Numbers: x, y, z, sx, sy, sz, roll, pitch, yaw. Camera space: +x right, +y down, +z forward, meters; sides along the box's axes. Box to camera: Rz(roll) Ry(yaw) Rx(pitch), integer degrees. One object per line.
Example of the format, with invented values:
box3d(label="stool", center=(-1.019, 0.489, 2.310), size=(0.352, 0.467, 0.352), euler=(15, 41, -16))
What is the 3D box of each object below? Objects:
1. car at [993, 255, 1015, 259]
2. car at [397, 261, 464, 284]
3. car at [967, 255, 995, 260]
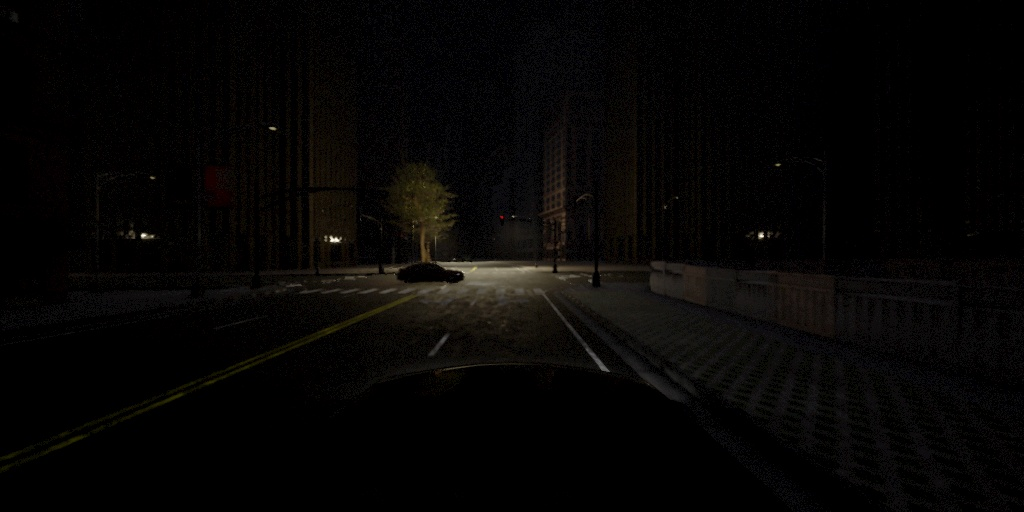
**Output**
box3d(label="car", center=(47.310, 0.788, 32.432), size=(4.718, 1.301, 1.895), euler=(-1, 0, 0))
box3d(label="car", center=(-5.768, 1.269, 25.566), size=(4.674, 1.442, 1.812), euler=(0, 0, 0))
box3d(label="car", center=(47.317, 0.674, 35.682), size=(4.902, 1.511, 2.128), euler=(-1, 0, 0))
